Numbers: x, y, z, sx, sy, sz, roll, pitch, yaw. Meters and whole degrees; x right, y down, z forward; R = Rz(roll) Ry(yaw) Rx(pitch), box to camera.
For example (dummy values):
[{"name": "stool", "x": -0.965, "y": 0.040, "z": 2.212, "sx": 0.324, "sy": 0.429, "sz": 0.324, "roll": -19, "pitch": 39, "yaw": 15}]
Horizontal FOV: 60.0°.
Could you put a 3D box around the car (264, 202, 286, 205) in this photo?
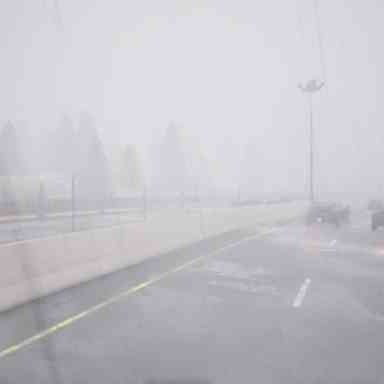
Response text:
[{"name": "car", "x": 10.519, "y": 1.137, "z": 40.108, "sx": 1.812, "sy": 1.442, "sz": 4.674, "roll": 0, "pitch": 0, "yaw": 44}]

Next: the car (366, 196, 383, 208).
[{"name": "car", "x": 19.287, "y": 1.086, "z": 33.728, "sx": 1.812, "sy": 1.442, "sz": 4.674, "roll": 0, "pitch": 1, "yaw": 44}]

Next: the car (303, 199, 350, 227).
[{"name": "car", "x": 8.557, "y": 1.272, "z": 20.771, "sx": 1.837, "sy": 1.490, "sz": 4.892, "roll": 0, "pitch": 1, "yaw": 34}]

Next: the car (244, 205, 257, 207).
[{"name": "car", "x": 6.638, "y": 1.172, "z": 41.061, "sx": 1.812, "sy": 1.442, "sz": 4.674, "roll": 0, "pitch": 0, "yaw": 43}]

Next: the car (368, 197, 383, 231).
[{"name": "car", "x": 11.001, "y": 1.262, "z": 18.196, "sx": 1.837, "sy": 1.490, "sz": 4.892, "roll": 0, "pitch": 0, "yaw": 33}]
